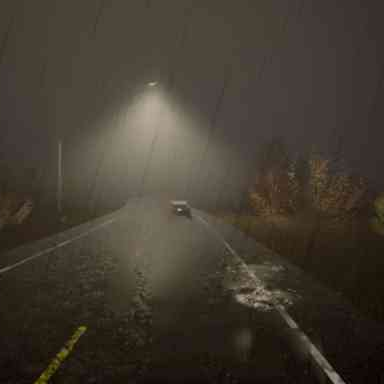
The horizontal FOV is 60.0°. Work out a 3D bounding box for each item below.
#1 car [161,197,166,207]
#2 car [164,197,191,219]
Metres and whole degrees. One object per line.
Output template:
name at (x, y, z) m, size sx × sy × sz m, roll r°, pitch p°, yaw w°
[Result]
car at (-3.819, 1.474, 52.355) m, size 1.882 × 1.535 × 5.008 m, roll 0°, pitch 0°, yaw -8°
car at (-1.194, 1.482, 29.415) m, size 2.163 × 1.488 × 4.792 m, roll 0°, pitch 0°, yaw -4°
